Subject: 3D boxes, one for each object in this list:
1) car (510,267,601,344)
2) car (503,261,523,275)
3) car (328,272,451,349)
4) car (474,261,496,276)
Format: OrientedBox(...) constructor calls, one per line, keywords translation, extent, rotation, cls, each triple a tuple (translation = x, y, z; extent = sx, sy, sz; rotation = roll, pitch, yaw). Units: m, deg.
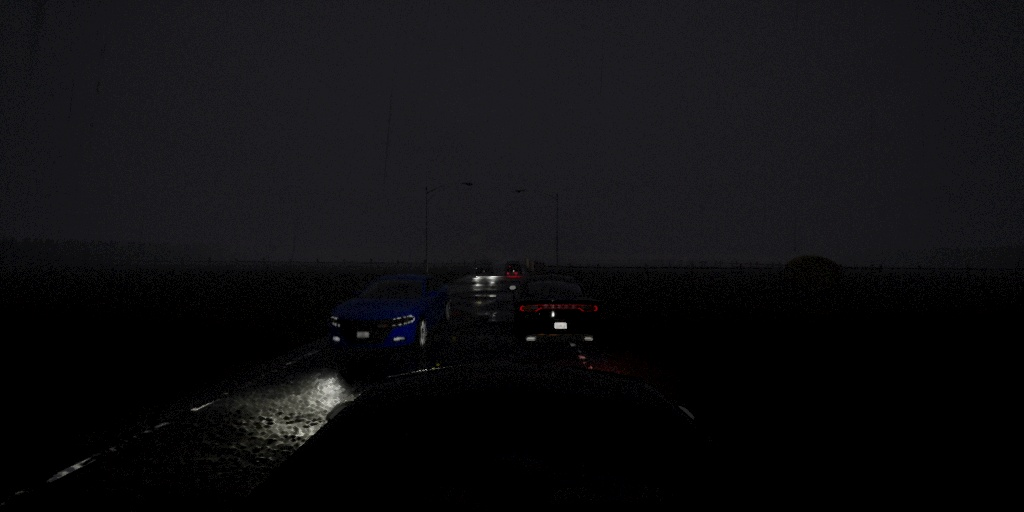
OrientedBox(translation=(0.963, 1.228, 9.580), extent=(1.882, 1.535, 5.008), rotation=(0, 0, 0), cls="car")
OrientedBox(translation=(0.103, 1.250, 38.748), extent=(1.837, 1.490, 4.892), rotation=(0, 0, -2), cls="car")
OrientedBox(translation=(-2.849, 1.228, 9.354), extent=(1.882, 1.535, 5.008), rotation=(0, 0, 0), cls="car")
OrientedBox(translation=(-2.745, 1.250, 37.420), extent=(1.837, 1.490, 4.892), rotation=(0, 0, 0), cls="car")
